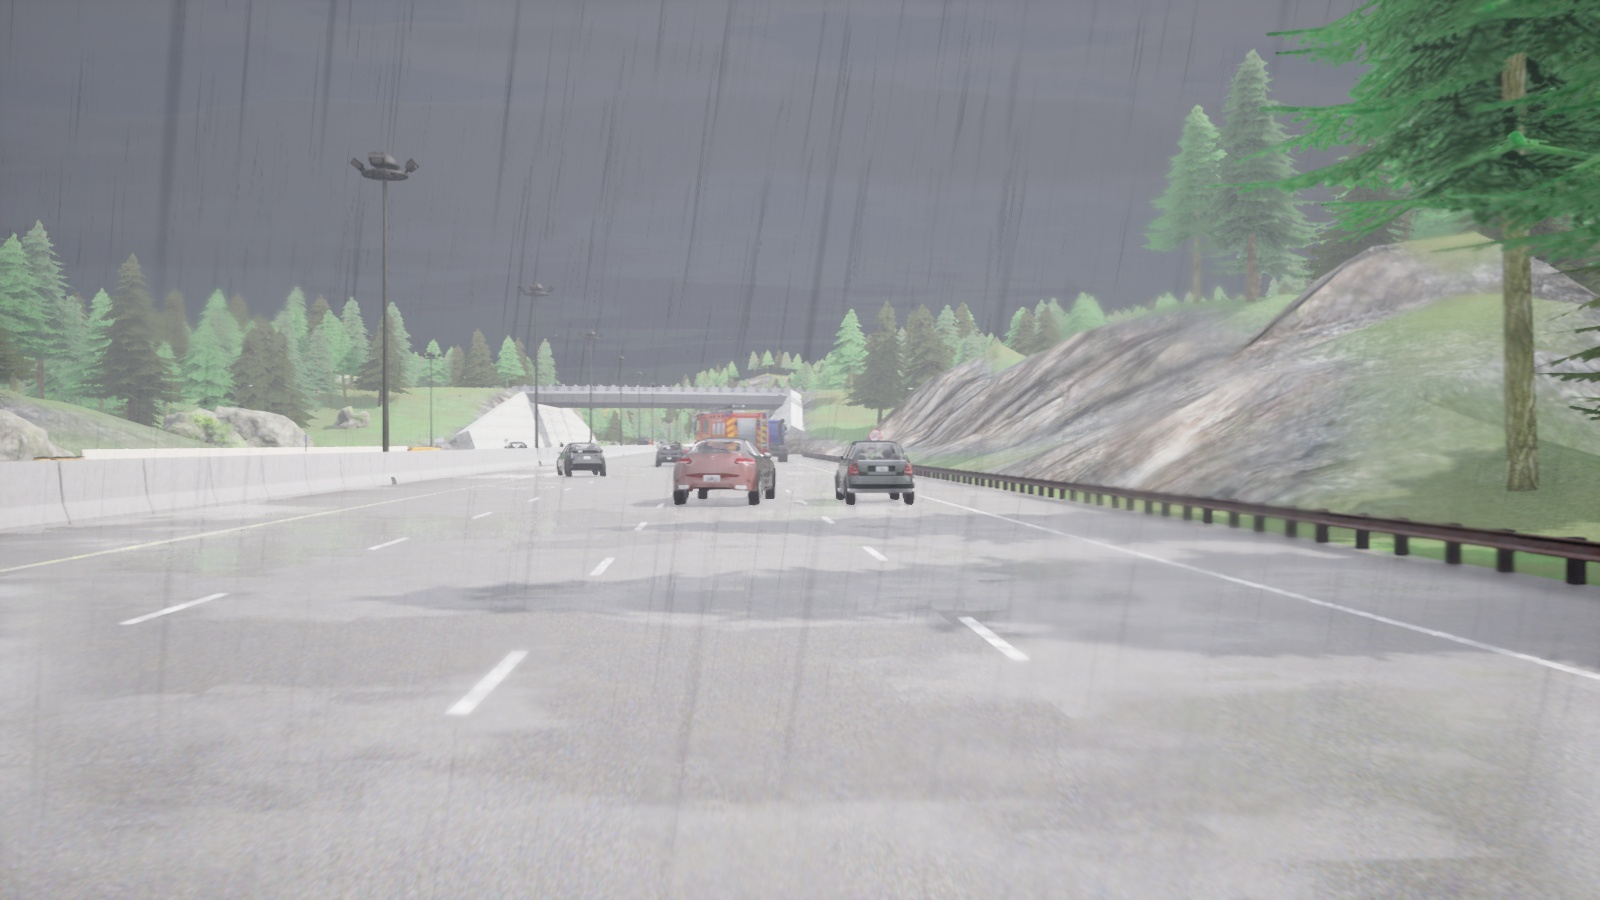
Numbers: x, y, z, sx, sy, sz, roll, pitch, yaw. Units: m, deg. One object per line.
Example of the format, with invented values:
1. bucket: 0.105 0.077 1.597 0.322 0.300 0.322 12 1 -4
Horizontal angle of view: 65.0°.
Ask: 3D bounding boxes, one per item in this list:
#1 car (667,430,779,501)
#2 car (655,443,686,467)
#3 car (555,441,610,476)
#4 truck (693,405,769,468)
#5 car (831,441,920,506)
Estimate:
1. car: -1.843 0.345 31.978 2.152 1.651 5.027 0 0 5
2. car: -8.181 0.309 79.763 1.816 1.474 4.193 0 0 -4
3. car: -9.968 0.367 57.352 2.007 1.525 4.514 0 0 -16
4. truck: -4.547 -0.873 80.840 2.891 3.827 8.468 -1 0 -18
5. car: 1.845 0.549 31.629 1.789 1.549 3.705 0 0 -4
